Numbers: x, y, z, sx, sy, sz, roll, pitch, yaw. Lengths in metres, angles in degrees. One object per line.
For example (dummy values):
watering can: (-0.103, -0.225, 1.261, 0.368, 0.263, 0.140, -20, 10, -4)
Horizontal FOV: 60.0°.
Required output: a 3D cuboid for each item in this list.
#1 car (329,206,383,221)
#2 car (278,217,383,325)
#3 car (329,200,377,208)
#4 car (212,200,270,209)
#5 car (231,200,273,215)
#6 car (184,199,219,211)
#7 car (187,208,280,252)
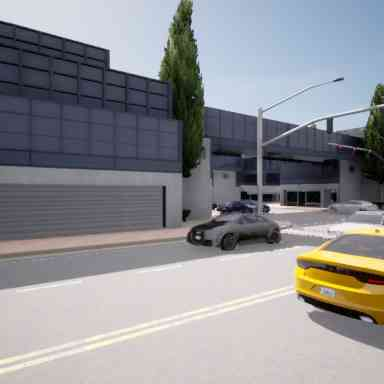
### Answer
car: (7.425, 1.526, 13.776, 4.674, 1.442, 1.812, 0, 0, -37)
car: (4.221, 1.478, 6.856, 5.008, 1.535, 1.882, 0, 0, -36)
car: (16.373, 1.526, 33.926, 1.812, 1.442, 4.674, -1, 1, -43)
car: (4.650, 1.547, 32.080, 2.033, 1.411, 5.357, 0, 0, -37)
car: (6.374, 1.564, 35.615, 1.994, 1.385, 4.181, 0, 0, -37)
car: (1.140, 1.601, 42.599, 1.895, 1.301, 4.718, 0, 0, -37)
car: (1.839, 1.564, 14.002, 4.181, 1.385, 1.994, 0, 0, -36)
